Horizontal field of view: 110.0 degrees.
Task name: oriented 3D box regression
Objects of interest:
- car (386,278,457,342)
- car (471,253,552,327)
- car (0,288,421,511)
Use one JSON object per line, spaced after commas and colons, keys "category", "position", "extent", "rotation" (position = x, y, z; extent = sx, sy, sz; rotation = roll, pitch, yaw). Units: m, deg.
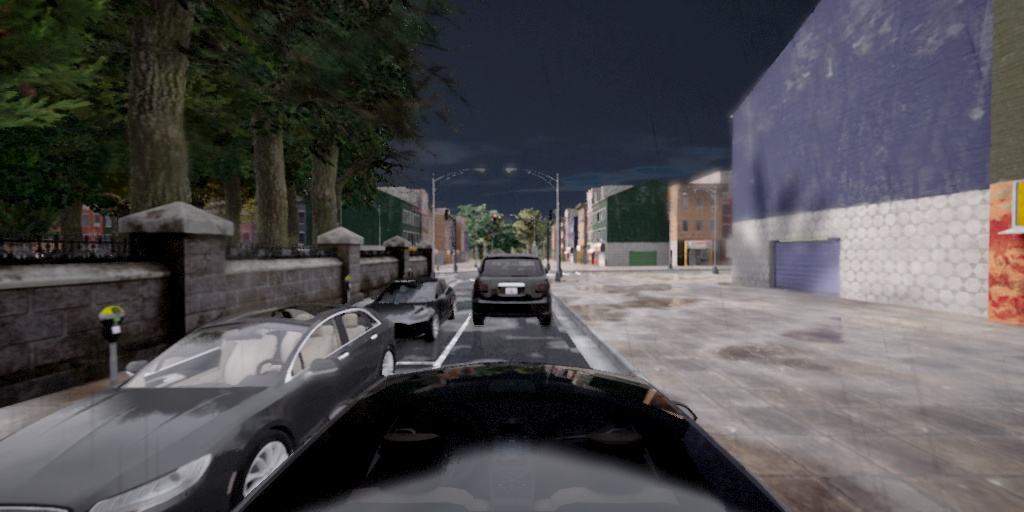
{"category": "car", "position": [-2.599, 1.281, 9.701], "extent": [1.948, 1.339, 4.313], "rotation": [0, 0, 0]}
{"category": "car", "position": [0.020, 0.931, 11.495], "extent": [2.150, 2.045, 5.566], "rotation": [0, 0, 1]}
{"category": "car", "position": [-2.631, 1.290, 4.013], "extent": [2.007, 1.370, 4.403], "rotation": [0, 0, 0]}
